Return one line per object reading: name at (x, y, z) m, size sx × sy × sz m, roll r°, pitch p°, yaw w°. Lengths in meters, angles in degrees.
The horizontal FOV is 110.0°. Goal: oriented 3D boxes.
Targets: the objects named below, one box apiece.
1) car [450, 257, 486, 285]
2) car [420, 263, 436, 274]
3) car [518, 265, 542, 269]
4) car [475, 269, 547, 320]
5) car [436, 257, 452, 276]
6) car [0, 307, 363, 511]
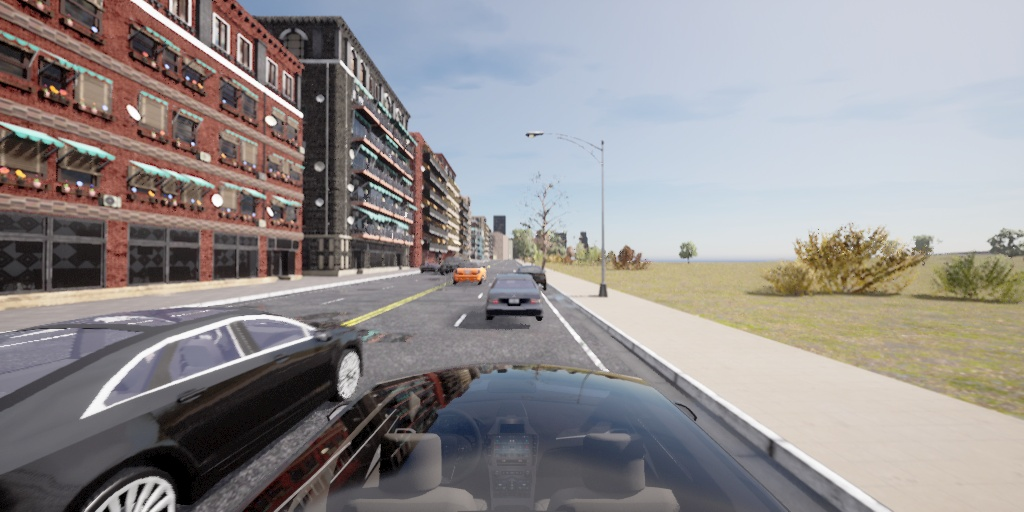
car at (-3.171, 1.203, 27.648) m, size 2.097 × 1.767 × 4.553 m, roll 0°, pitch 0°, yaw 0°
car at (-9.881, 1.512, 44.045) m, size 1.895 × 1.301 × 4.718 m, roll 0°, pitch 0°, yaw 0°
car at (1.121, 1.310, 22.835) m, size 1.882 × 1.535 × 5.008 m, roll 0°, pitch 0°, yaw 0°
car at (0.093, 1.341, 12.723) m, size 2.033 × 1.411 × 5.357 m, roll 0°, pitch 0°, yaw 1°
car at (-6.630, 1.119, 40.461) m, size 2.150 × 2.045 × 5.566 m, roll 0°, pitch 0°, yaw 0°
car at (-3.152, 1.249, 3.486) m, size 2.128 × 1.511 × 4.902 m, roll 0°, pitch 0°, yaw 0°
